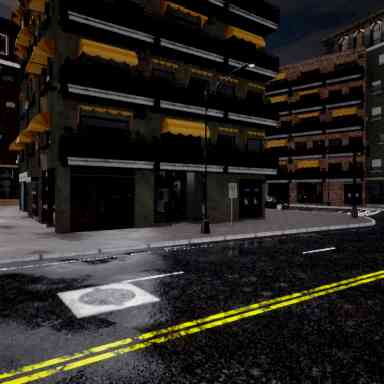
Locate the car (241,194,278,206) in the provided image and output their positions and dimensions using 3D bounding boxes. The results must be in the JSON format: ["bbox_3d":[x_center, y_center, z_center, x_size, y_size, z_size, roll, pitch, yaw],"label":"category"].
[{"bbox_3d":[9.110,1.073,44.868,4.403,1.369,2.008,1,0,38],"label":"car"}]

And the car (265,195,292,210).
[{"bbox_3d":[8.234,1.162,34.887,4.403,1.369,2.008,1,0,38],"label":"car"}]
